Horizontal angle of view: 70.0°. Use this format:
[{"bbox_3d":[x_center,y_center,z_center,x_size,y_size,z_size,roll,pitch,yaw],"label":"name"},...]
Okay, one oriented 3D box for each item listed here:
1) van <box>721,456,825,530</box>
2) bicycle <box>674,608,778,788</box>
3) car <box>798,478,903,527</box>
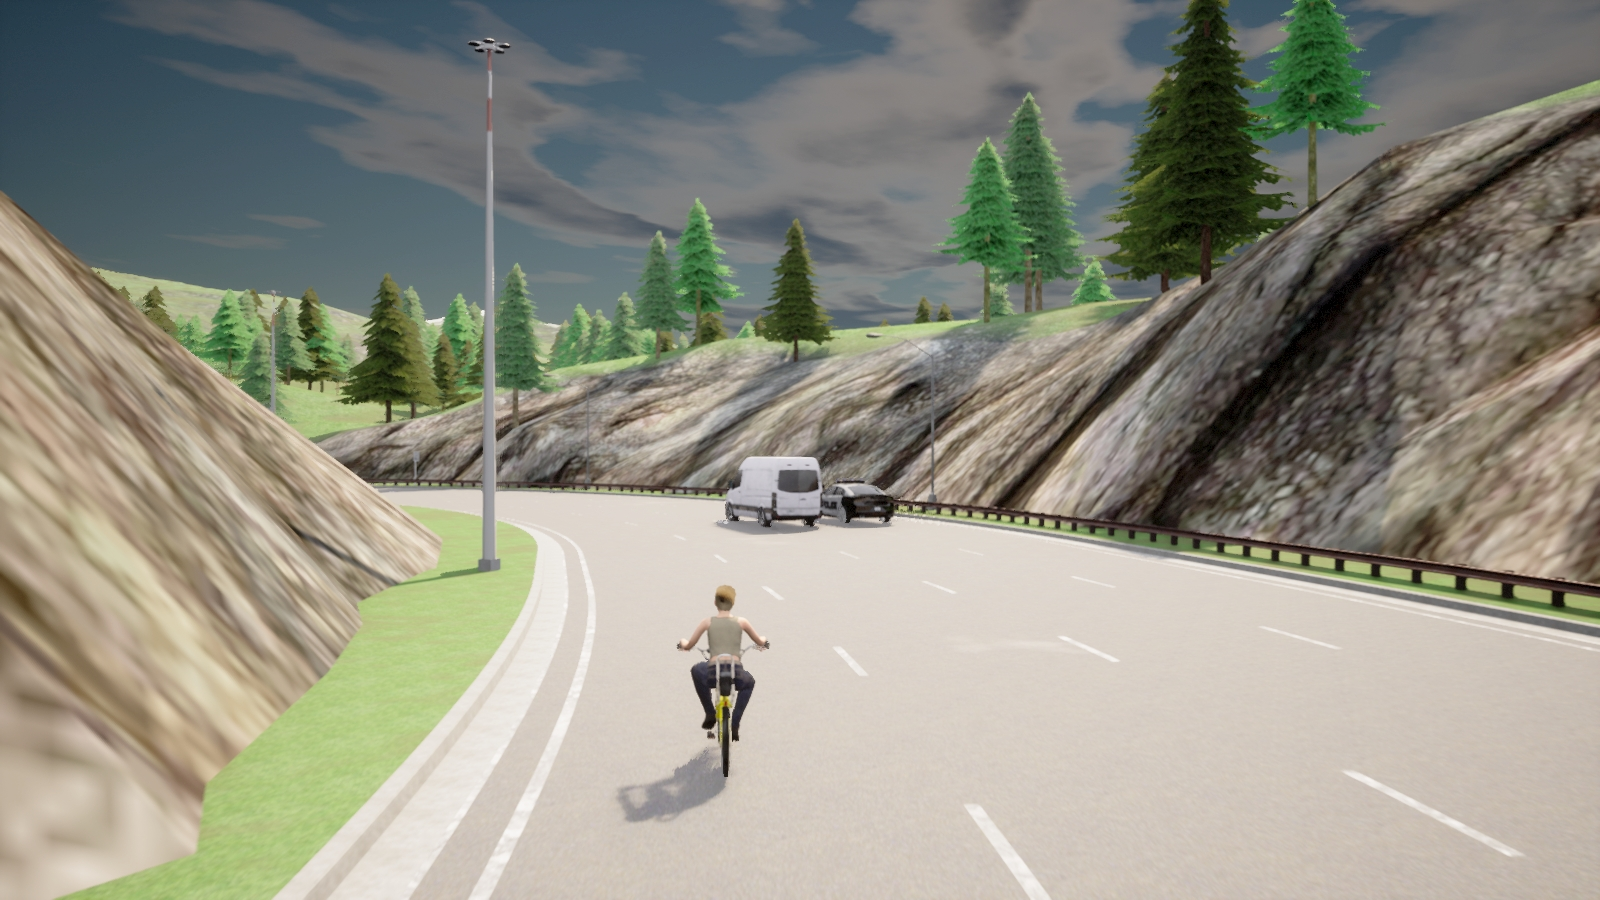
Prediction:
[{"bbox_3d":[-1.135,1.540,43.227,1.988,2.561,5.915,1,0,-22],"label":"van"},{"bbox_3d":[-0.681,2.159,10.240,0.859,1.276,1.487,0,0,-5],"label":"bicycle"},{"bbox_3d":[1.883,1.988,44.640,2.097,1.638,5.238,0,0,-23],"label":"car"}]
